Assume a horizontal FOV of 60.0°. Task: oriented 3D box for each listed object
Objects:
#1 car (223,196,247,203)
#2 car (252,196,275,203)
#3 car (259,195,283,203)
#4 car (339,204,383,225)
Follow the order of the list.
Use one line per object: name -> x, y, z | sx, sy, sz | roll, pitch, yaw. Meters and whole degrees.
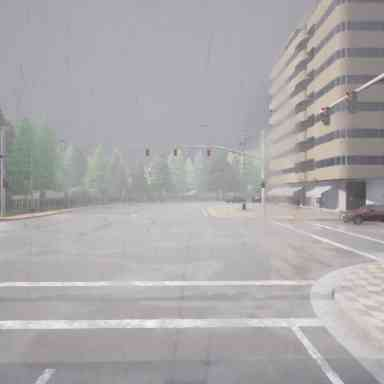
car -> 8.874, 1.547, 68.199 | 5.357, 1.411, 2.033 | 0, 0, -38
car -> 14.187, 1.525, 67.903 | 4.674, 1.442, 1.812 | 0, 0, -34
car -> 17.537, 1.525, 73.805 | 4.902, 1.511, 2.128 | 0, 0, -23
car -> 13.161, 1.581, 24.155 | 4.674, 1.442, 1.812 | 0, 0, -1
